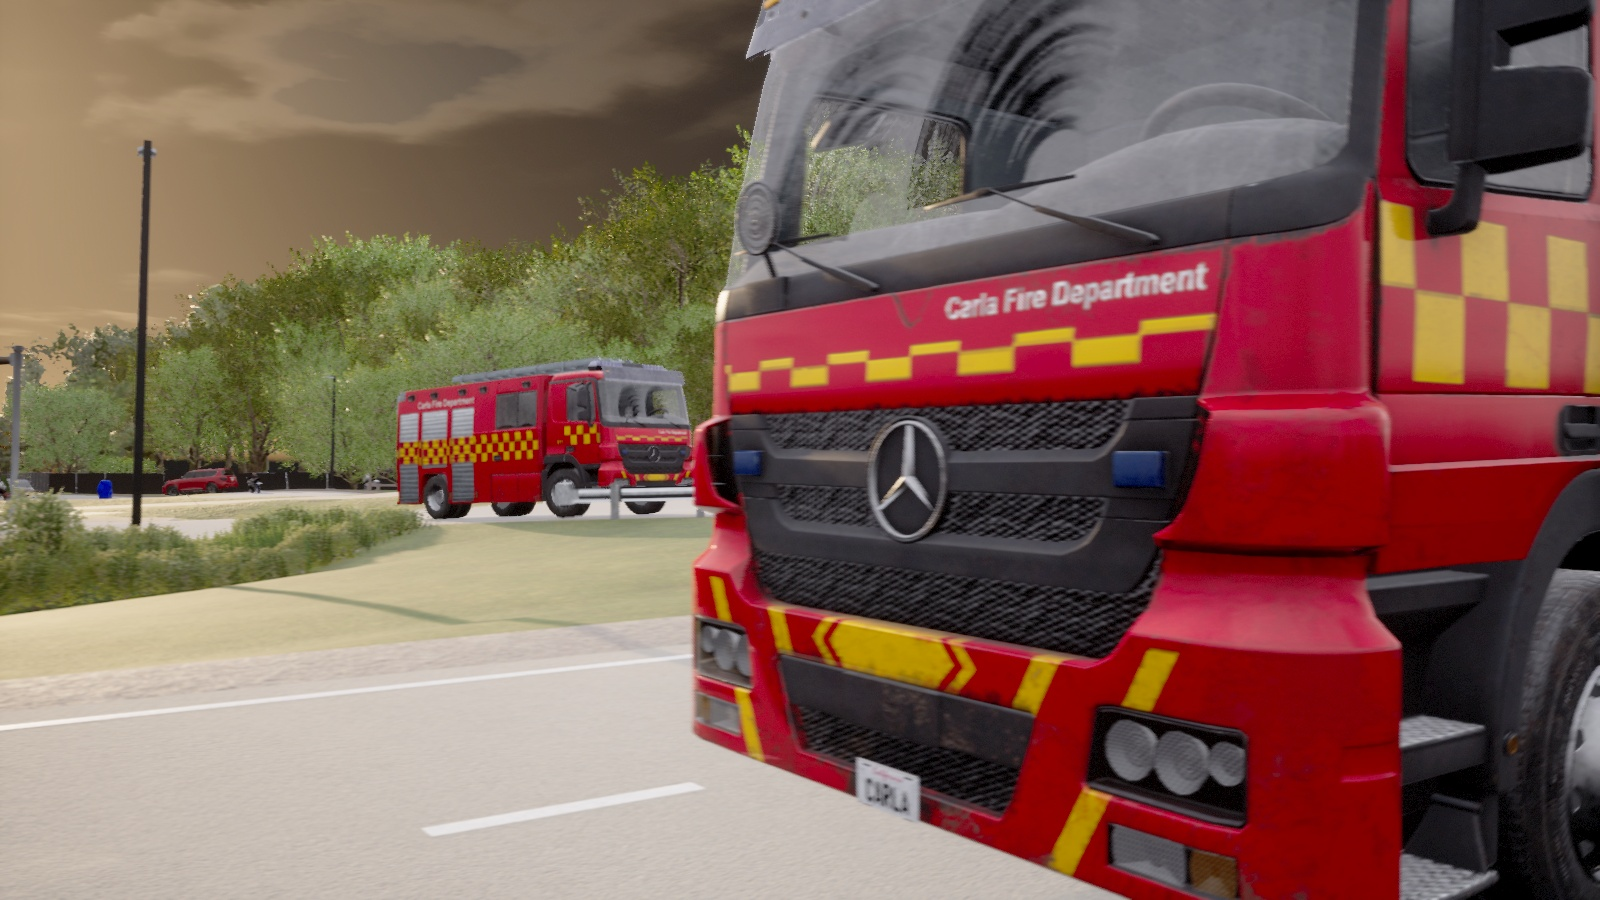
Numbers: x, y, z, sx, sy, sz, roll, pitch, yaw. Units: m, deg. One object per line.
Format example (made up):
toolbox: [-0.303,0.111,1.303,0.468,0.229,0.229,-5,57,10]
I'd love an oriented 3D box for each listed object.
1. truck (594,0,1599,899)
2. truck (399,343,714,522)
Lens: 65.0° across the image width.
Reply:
truck: [3.504,-0.412,6.102,8.468,3.827,2.891,0,0,-35]
truck: [-6.243,-0.220,31.133,8.468,3.827,2.891,-3,-3,40]
